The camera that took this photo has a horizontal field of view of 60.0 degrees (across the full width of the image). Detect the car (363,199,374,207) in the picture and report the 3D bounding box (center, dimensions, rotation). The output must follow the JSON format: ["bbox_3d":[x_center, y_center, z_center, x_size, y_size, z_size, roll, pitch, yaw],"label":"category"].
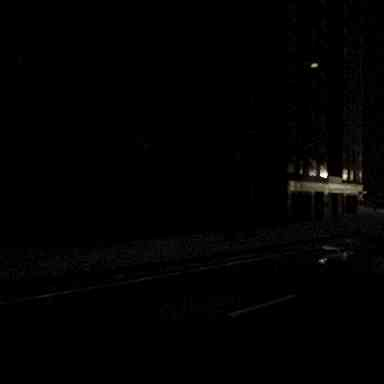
[{"bbox_3d":[42.019,2.710,81.555,2.150,2.045,5.566,0,-1,12],"label":"car"}]

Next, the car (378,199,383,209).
[{"bbox_3d":[38.795,2.487,66.048,2.150,2.045,5.566,0,-1,13],"label":"car"}]
